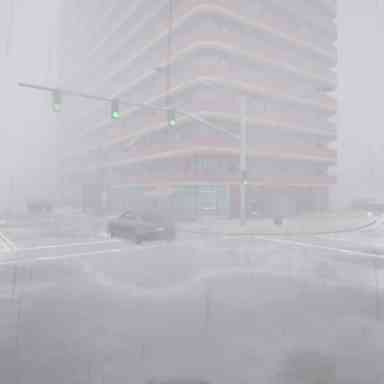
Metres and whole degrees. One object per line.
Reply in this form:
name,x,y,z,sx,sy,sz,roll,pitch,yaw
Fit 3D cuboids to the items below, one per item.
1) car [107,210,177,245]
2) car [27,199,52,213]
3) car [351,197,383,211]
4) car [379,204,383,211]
car,-2.457,1.546,15.657,1.994,1.385,4.181,0,0,-35
car,-16.393,1.496,35.710,1.837,1.490,4.892,0,0,-35
car,20.454,1.365,38.971,1.882,1.535,5.008,0,0,3
car,12.237,1.471,18.455,2.033,1.411,5.357,0,0,40
